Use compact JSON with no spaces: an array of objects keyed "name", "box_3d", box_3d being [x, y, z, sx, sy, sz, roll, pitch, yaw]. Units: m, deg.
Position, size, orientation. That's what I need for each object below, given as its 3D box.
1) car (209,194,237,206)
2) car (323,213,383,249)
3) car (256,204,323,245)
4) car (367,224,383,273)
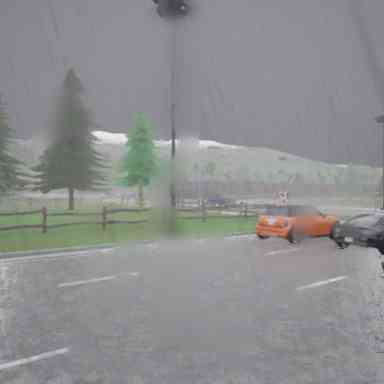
[{"name":"car","box_3d":[5.095,1.396,55.825,2.150,2.045,5.566,0,0,-35]},{"name":"car","box_3d":[7.648,1.593,13.545,4.674,1.442,1.812,0,0,-35]},{"name":"car","box_3d":[5.288,1.417,16.165,4.553,1.767,2.097,0,0,-35]},{"name":"car","box_3d":[7.197,1.600,8.954,5.357,1.411,2.033,0,0,-35]}]
